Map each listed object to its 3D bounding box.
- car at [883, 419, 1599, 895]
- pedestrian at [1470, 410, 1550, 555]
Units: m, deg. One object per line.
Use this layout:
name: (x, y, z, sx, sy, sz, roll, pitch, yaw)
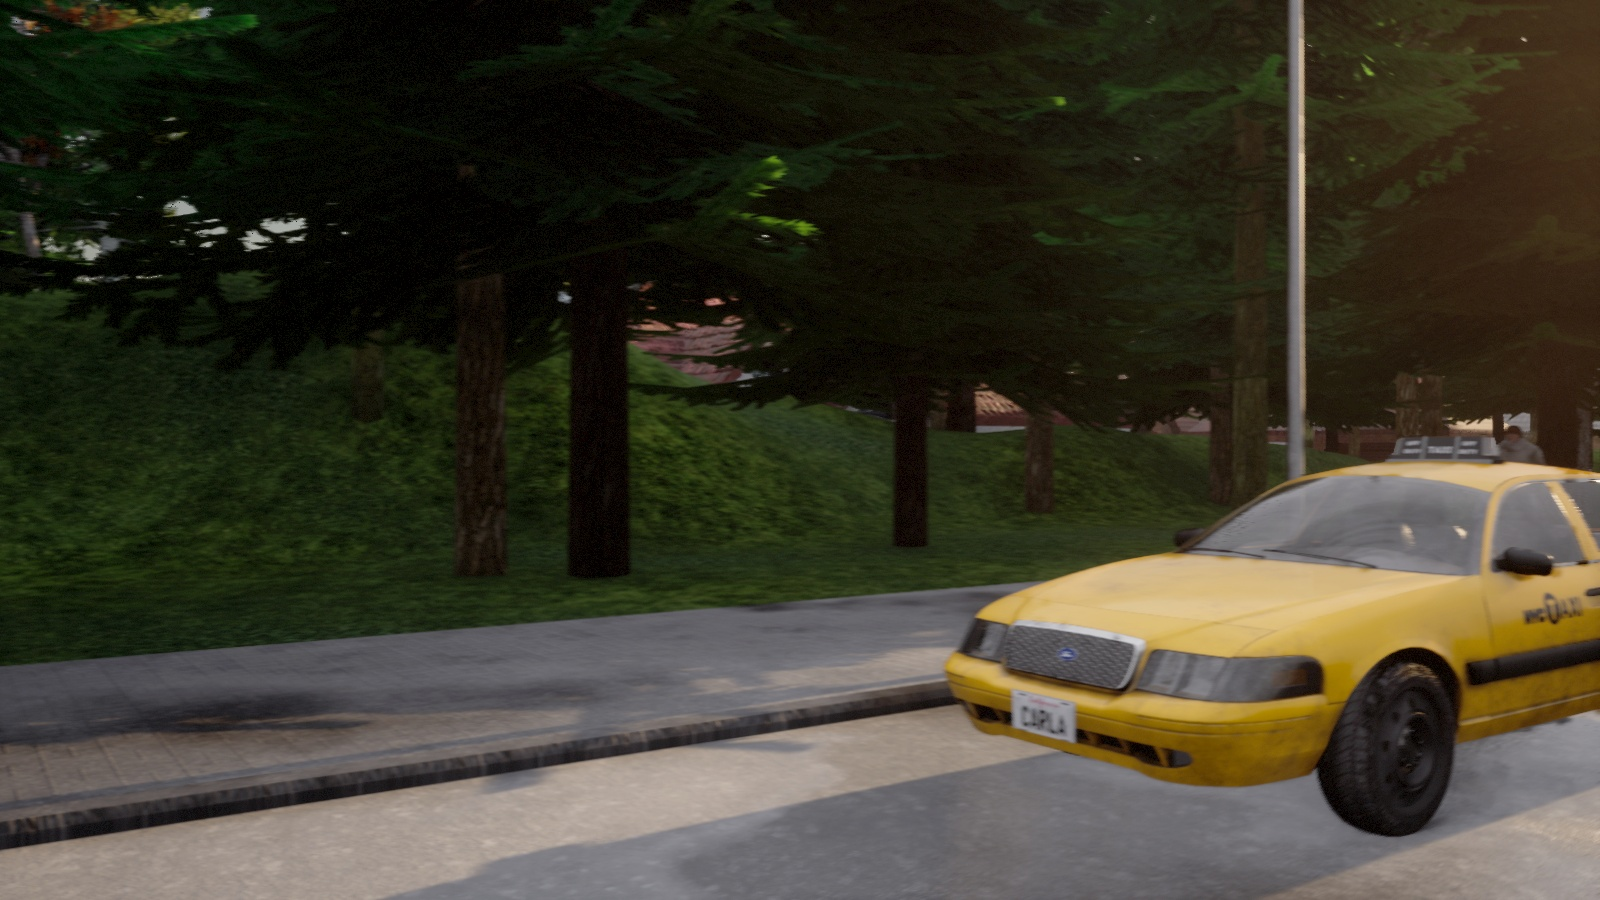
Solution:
car: (3.095, 0.681, 6.418, 5.366, 1.575, 1.801, 0, 0, -35)
pedestrian: (9.839, 0.439, 17.403, 0.873, 1.952, 0.659, 0, 0, -35)
